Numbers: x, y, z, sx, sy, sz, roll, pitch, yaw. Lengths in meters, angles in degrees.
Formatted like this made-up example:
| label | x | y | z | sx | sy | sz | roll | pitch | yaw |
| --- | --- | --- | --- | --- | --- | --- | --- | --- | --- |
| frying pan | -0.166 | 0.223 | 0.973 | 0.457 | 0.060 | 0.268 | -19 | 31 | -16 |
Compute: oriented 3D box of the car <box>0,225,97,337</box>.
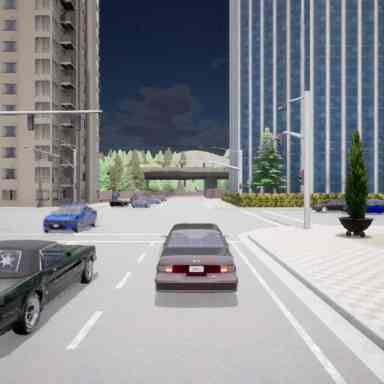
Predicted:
| label | x | y | z | sx | sy | sz | roll | pitch | yaw |
| --- | --- | --- | --- | --- | --- | --- | --- | --- | --- |
| car | -3.425 | 1.601 | 6.659 | 1.895 | 1.301 | 4.718 | 0 | 0 | 1 |

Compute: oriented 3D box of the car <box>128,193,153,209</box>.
| label | x | y | z | sx | sy | sz | roll | pitch | yaw |
| --- | --- | --- | --- | --- | --- | --- | --- | --- | --- |
| car | -7.005 | 1.351 | 45.724 | 2.097 | 1.767 | 4.553 | 0 | 0 | 0 |

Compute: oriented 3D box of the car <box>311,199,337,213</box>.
| label | x | y | z | sx | sy | sz | roll | pitch | yaw |
| --- | --- | --- | --- | --- | --- | --- | --- | --- | --- |
| car | 15.665 | 1.505 | 36.560 | 4.892 | 1.490 | 1.837 | 0 | 0 | 0 |

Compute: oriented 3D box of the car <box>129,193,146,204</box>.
| label | x | y | z | sx | sy | sz | roll | pitch | yaw |
| --- | --- | --- | --- | --- | --- | --- | --- | --- | --- |
| car | -10.414 | 1.221 | 64.058 | 2.150 | 2.045 | 5.566 | 0 | 0 | 1 |

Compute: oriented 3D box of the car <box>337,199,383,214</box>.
| label | x | y | z | sx | sy | sz | roll | pitch | yaw |
| --- | --- | --- | --- | --- | --- | --- | --- | --- | --- |
| car | 17.616 | 1.477 | 33.076 | 5.008 | 1.535 | 1.882 | 0 | 0 | 0 |

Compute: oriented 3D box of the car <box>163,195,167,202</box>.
| label | x | y | z | sx | sy | sz | roll | pitch | yaw |
| --- | --- | --- | --- | --- | --- | --- | --- | --- | --- |
| car | -6.849 | 1.345 | 75.123 | 2.097 | 1.767 | 4.553 | 0 | 0 | 0 |

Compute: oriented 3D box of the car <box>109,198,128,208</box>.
| label | x | y | z | sx | sy | sz | roll | pitch | yaw |
| --- | --- | --- | --- | --- | --- | --- | --- | --- | --- |
| car | -10.637 | 1.601 | 48.821 | 1.895 | 1.301 | 4.718 | 0 | 0 | 3 |

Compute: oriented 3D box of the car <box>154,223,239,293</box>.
| label | x | y | z | sx | sy | sz | roll | pitch | yaw |
| --- | --- | --- | --- | --- | --- | --- | --- | --- | --- |
| car | 0.093 | 1.547 | 8.998 | 2.033 | 1.411 | 5.357 | 0 | 0 | 0 |

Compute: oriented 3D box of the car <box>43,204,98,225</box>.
| label | x | y | z | sx | sy | sz | roll | pitch | yaw |
| --- | --- | --- | --- | --- | --- | --- | --- | --- | --- |
| car | -7.060 | 1.477 | 19.758 | 1.882 | 1.535 | 5.008 | 0 | 0 | 0 |

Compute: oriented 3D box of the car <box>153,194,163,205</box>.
| label | x | y | z | sx | sy | sz | roll | pitch | yaw |
| --- | --- | --- | --- | --- | --- | --- | --- | --- | --- |
| car | -6.952 | 1.351 | 60.037 | 2.097 | 1.767 | 4.553 | 0 | 0 | 0 |
